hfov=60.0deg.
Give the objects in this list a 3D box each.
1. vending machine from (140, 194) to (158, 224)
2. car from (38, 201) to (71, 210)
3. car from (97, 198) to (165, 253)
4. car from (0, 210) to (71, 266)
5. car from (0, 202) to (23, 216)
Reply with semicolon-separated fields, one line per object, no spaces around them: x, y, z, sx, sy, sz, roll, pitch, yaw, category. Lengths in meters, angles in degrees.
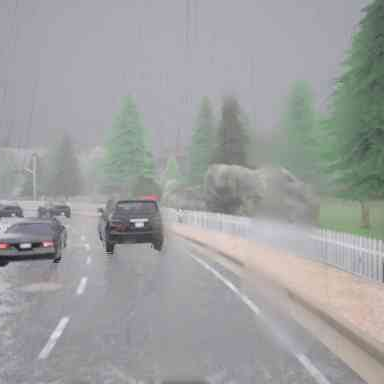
-3.164;1.237;24.467;1.100;2.100;0.880;0;0;-31;vending machine
-12.618;1.623;30.310;1.837;1.490;4.892;0;0;-40;car
-2.734;1.252;14.229;2.150;2.045;5.566;0;0;-19;car
-5.567;1.599;11.946;2.033;1.411;5.357;0;0;-18;car
-16.351;1.651;29.314;1.837;1.490;4.892;0;0;-41;car
